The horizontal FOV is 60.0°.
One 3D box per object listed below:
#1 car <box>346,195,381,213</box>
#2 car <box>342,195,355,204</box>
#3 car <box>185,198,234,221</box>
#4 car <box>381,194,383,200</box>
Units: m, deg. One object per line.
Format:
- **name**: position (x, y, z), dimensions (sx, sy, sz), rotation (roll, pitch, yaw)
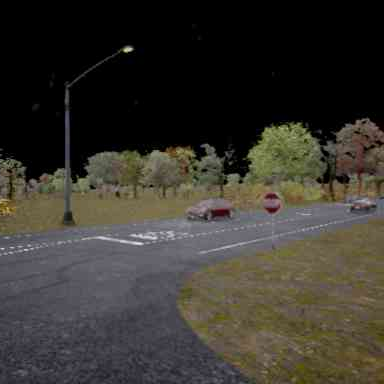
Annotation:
- **car**: position (18.787, 1.425, 36.420), dimensions (1.812, 1.442, 4.674), rotation (0, 0, 41)
- **car**: position (26.865, 1.318, 56.121), dimensions (1.837, 1.490, 4.892), rotation (0, 2, 41)
- **car**: position (1.527, 1.345, 27.478), dimensions (2.097, 1.767, 4.553), rotation (0, 0, 41)
- **car**: position (44.157, 1.096, 75.668), dimensions (2.033, 1.411, 5.357), rotation (0, 0, 41)
